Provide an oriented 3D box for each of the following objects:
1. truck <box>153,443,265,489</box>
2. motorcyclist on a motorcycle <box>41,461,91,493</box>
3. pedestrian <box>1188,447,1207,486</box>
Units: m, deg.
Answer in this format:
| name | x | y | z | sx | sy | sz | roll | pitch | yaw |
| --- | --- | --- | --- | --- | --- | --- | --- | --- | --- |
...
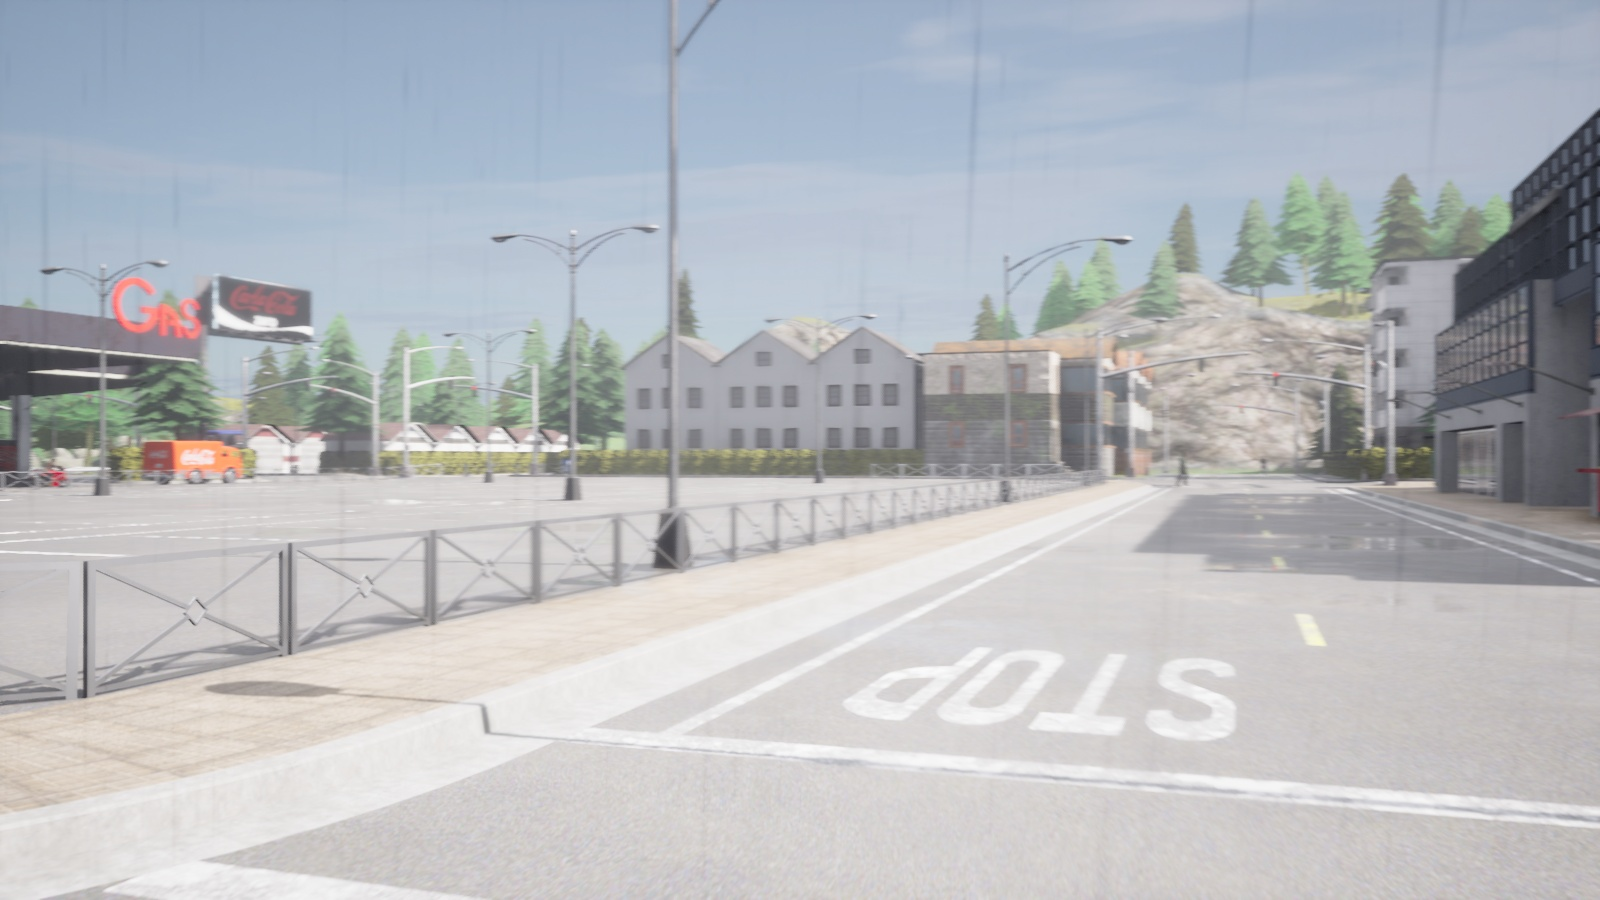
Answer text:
| name | x | y | z | sx | sy | sz | roll | pitch | yaw |
| --- | --- | --- | --- | --- | --- | --- | --- | --- | --- |
| truck | -32.499 | 0.874 | 69.237 | 2.627 | 2.467 | 5.204 | 0 | 0 | 20 |
| motorcyclist on a motorcycle | -35.536 | 1.300 | 60.849 | 0.797 | 1.523 | 2.044 | 0 | 0 | 20 |
| pedestrian | 19.860 | 0.836 | 62.689 | 0.788 | 1.949 | 0.423 | -1 | 0 | 39 |
